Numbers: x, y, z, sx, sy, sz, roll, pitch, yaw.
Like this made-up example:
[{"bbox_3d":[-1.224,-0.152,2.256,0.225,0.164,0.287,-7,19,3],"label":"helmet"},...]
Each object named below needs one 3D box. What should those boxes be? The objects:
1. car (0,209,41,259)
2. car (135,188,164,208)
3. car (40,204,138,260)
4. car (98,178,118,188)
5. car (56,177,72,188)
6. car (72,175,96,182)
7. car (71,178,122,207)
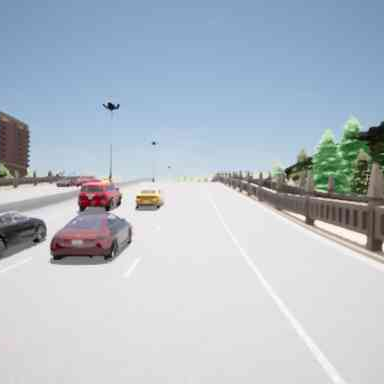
[{"bbox_3d":[-6.925,1.344,11.808,2.128,1.511,4.902,0,2,1],"label":"car"},{"bbox_3d":[-3.364,0.394,27.174,1.882,1.535,5.008,0,4,1],"label":"car"},{"bbox_3d":[-3.423,1.411,12.034,1.994,1.385,4.181,0,2,1],"label":"car"},{"bbox_3d":[-13.856,-1.549,55.154,1.882,1.535,5.008,0,4,1],"label":"car"},{"bbox_3d":[-20.850,-1.680,55.228,2.097,1.767,4.553,0,4,1],"label":"car"},{"bbox_3d":[-17.349,-1.788,54.904,2.150,2.045,5.566,0,4,1],"label":"car"},{"bbox_3d":[-6.890,0.268,25.343,2.150,2.045,5.566,0,4,1],"label":"car"}]
